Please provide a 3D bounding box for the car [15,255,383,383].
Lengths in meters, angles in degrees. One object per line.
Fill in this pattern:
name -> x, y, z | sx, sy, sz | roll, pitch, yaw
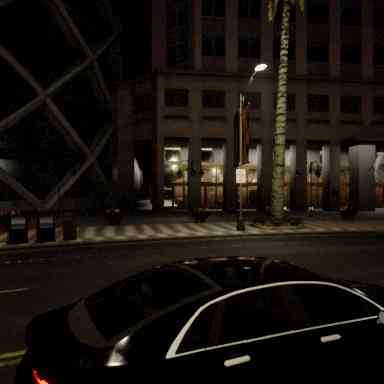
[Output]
car -> 0.802, 1.505, 3.700 | 4.892, 1.490, 1.837 | 0, 0, -26
